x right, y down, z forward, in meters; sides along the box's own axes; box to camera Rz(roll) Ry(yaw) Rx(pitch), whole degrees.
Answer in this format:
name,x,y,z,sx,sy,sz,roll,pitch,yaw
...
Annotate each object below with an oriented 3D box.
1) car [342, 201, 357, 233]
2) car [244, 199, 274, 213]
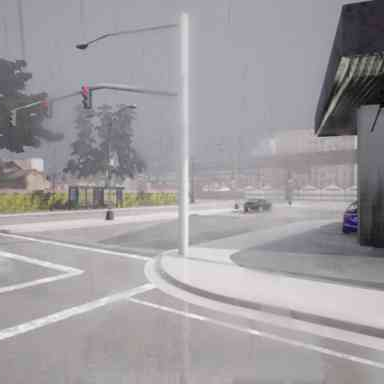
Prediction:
name,x,y,z,sx,sy,sz,roll,pitch,yaw
car,9.530,1.295,17.671,2.242,1.667,4.611,0,0,37
car,7.448,1.502,36.954,1.837,1.490,4.892,0,0,36
